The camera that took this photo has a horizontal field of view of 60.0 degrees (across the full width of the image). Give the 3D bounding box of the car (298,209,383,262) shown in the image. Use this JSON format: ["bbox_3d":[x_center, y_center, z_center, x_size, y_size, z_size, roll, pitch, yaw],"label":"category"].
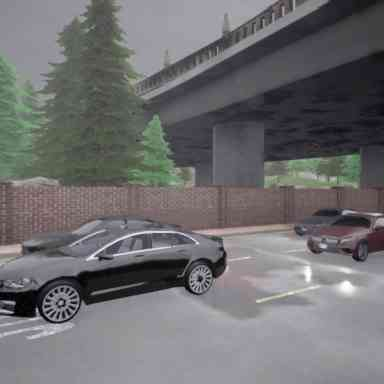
[{"bbox_3d":[6.285,1.526,12.272,4.674,1.442,1.812,0,0,-33],"label":"car"}]

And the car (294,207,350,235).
[{"bbox_3d":[7.282,1.526,17.107,4.674,1.442,1.812,0,0,-33],"label":"car"}]

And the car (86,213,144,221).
[{"bbox_3d":[-2.659,1.478,10.603,5.008,1.535,1.882,0,0,-33],"label":"car"}]

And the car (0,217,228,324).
[{"bbox_3d":[-1.469,1.491,7.197,4.902,1.511,2.128,0,0,-33],"label":"car"}]
